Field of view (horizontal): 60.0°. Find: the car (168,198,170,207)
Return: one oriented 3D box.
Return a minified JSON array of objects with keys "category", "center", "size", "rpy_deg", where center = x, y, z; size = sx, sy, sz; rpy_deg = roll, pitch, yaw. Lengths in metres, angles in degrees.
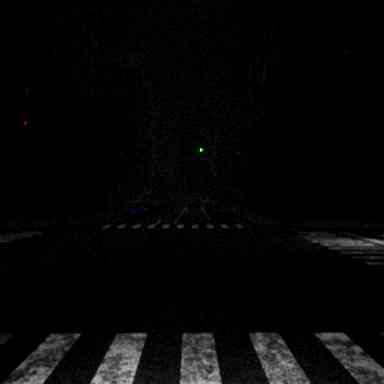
[{"category":"car","center":[-5.565,2.209,60.187],"size":[1.752,1.417,4.829],"rpy_deg":[0,-1,0]}]

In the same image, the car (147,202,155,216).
[{"category":"car","center":[-5.675,1.870,37.687],"size":[1.967,1.590,4.097],"rpy_deg":[0,-1,0]}]

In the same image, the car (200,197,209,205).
[{"category":"car","center":[3.070,2.249,83.001],"size":[2.192,1.841,5.009],"rpy_deg":[0,-1,0]}]

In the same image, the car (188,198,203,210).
[{"category":"car","center":[0.357,2.127,52.797],"size":[1.812,1.442,4.674],"rpy_deg":[0,-1,0]}]

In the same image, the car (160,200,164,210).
[{"category":"car","center":[-5.620,2.141,49.021],"size":[1.802,1.307,4.206],"rpy_deg":[0,-1,0]}]

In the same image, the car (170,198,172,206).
[{"category":"car","center":[-5.537,2.314,66.025],"size":[1.947,1.339,4.313],"rpy_deg":[0,-1,0]}]

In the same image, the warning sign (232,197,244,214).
[{"category":"warning sign","center":[5.254,1.549,37.966],"size":[1.300,1.860,1.060],"rpy_deg":[0,-1,0]}]

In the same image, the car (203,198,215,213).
[{"category":"car","center":[2.878,1.934,43.317],"size":[1.967,1.590,4.097],"rpy_deg":[0,-1,0]}]

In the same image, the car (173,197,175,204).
[{"category":"car","center":[-5.483,2.396,77.191],"size":[1.752,1.417,4.829],"rpy_deg":[0,-1,0]}]

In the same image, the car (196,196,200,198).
[{"category":"car","center":[0.367,2.181,73.073],"size":[2.097,1.767,4.553],"rpy_deg":[0,-1,0]}]

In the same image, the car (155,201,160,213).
[{"category":"car","center":[-5.647,2.060,43.353],"size":[1.947,1.339,4.313],"rpy_deg":[0,-1,0]}]

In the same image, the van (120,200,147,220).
[{"category":"van","center":[-5.702,1.707,32.020],"size":[1.690,1.788,3.998],"rpy_deg":[0,-1,0]}]

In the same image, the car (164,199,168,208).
[{"category":"car","center":[-5.592,2.188,54.689],"size":[1.947,1.339,4.313],"rpy_deg":[0,-1,0]}]

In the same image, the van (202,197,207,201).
[{"category":"van","center":[2.933,1.963,54.656],"size":[1.690,1.788,3.998],"rpy_deg":[0,-1,0]}]

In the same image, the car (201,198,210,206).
[{"category":"car","center":[3.043,2.313,77.331],"size":[1.967,1.590,4.097],"rpy_deg":[0,-1,0]}]

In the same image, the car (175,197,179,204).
[{"category":"car","center":[-5.428,2.311,88.699],"size":[2.192,1.841,5.009],"rpy_deg":[0,-1,0]}]

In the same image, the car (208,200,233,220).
[{"category":"car","center":[2.824,1.805,31.980],"size":[1.967,1.590,4.097],"rpy_deg":[0,-1,0]}]

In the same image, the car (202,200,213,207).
[{"category":"car","center":[2.988,2.299,65.992],"size":[2.008,1.369,4.403],"rpy_deg":[0,-1,0]}]

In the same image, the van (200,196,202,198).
[{"category":"van","center":[3.016,2.152,71.663],"size":[1.690,1.788,3.998],"rpy_deg":[0,-1,0]}]

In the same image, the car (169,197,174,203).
[{"category":"car","center":[-5.510,2.355,71.692],"size":[1.887,1.381,4.507],"rpy_deg":[0,-1,0]}]
